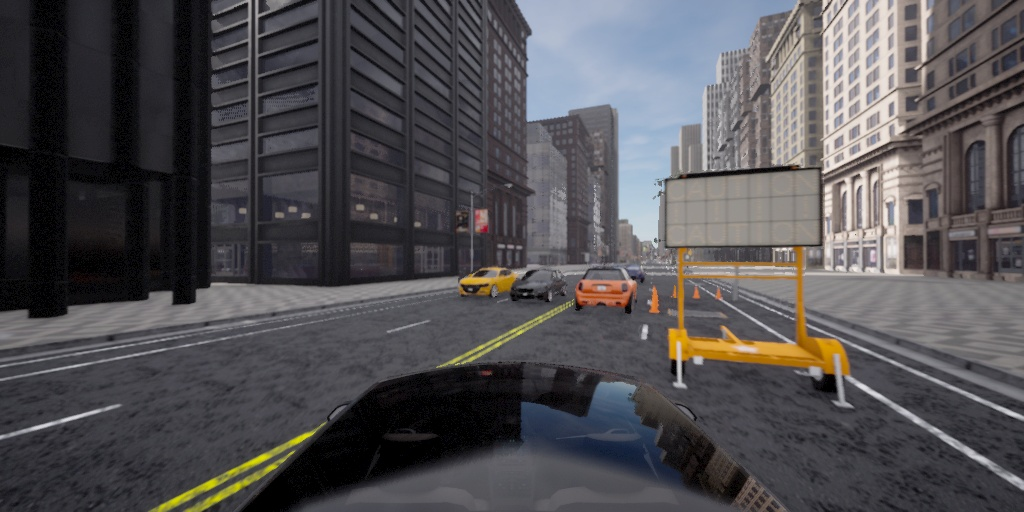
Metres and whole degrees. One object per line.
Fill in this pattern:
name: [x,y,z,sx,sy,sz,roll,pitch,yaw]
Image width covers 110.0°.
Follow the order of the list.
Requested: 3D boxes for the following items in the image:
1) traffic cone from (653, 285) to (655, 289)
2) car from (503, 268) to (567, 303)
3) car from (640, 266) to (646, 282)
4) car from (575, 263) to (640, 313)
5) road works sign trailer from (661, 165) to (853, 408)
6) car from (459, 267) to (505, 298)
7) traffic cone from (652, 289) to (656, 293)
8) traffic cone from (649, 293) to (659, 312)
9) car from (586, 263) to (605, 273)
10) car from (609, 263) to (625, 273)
traffic cone: [6.841,1.840,17.241,0.340,0.580,0.340,0,0,22]
car: [1.455,1.395,17.826,1.837,1.490,4.892,0,0,22]
car: [11.045,1.550,32.613,1.812,1.442,4.674,0,-1,22]
car: [4.062,1.218,15.045,2.097,1.767,4.553,0,-1,22]
road works sign trailer: [4.060,0.255,6.510,2.380,3.560,2.880,0,0,22]
car: [-1.147,1.393,20.082,1.882,1.535,5.008,0,0,22]
traffic cone: [6.102,1.824,15.383,0.340,0.580,0.340,0,0,22]
traffic cone: [5.364,1.807,13.524,0.340,0.580,0.340,0,0,22]
car: [12.913,1.787,55.385,2.033,1.411,5.357,0,-1,22]
car: [15.891,1.790,54.092,1.994,1.385,4.181,0,-1,22]
